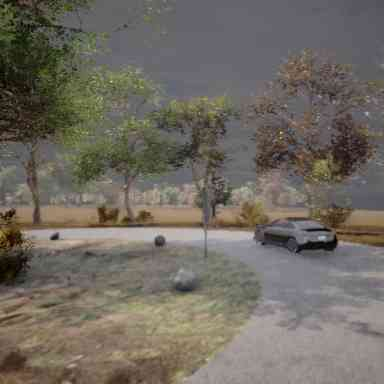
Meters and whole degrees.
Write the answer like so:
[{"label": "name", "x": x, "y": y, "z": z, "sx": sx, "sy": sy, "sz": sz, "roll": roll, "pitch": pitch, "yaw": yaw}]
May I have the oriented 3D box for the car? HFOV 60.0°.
[{"label": "car", "x": 4.507, "y": 1.842, "z": 15.071, "sx": 1.994, "sy": 1.385, "sz": 4.181, "roll": 0, "pitch": -1, "yaw": -18}]
